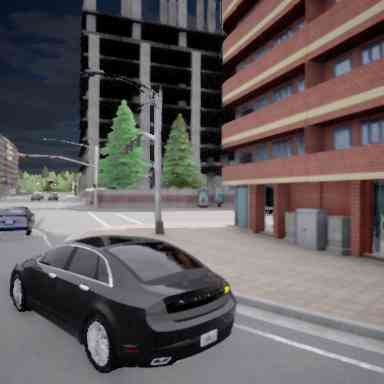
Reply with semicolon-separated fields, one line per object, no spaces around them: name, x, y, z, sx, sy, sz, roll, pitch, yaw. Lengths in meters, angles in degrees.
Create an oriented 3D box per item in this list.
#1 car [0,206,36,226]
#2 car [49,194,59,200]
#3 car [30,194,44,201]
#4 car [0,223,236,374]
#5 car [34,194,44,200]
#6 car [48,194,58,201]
car;-9.698;1.495;18.224;2.033;1.411;5.357;0;0;-23
car;-35.107;1.165;84.768;2.033;1.411;5.357;0;0;-21
car;-34.749;1.324;73.922;2.033;1.411;5.357;0;0;-21
car;-1.520;1.500;5.738;4.892;1.490;1.837;1;0;45
car;-38.381;1.153;83.530;1.994;1.385;4.181;0;0;-21
car;-31.475;1.333;75.159;1.812;1.442;4.674;0;0;-21
